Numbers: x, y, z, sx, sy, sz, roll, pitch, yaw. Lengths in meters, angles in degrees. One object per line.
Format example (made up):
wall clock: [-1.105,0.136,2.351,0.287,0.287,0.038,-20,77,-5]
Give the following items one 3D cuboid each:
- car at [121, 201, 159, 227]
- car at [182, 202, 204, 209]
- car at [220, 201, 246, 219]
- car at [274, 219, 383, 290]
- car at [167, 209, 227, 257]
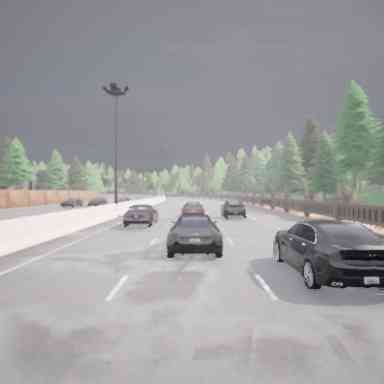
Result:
car: [-3.400,1.547,22.698,2.033,1.411,5.357,0,0,0]
car: [0.100,1.563,29.713,1.994,1.385,4.181,0,0,0]
car: [3.599,1.491,29.385,2.128,1.511,4.902,0,0,0]
car: [3.599,1.506,9.072,1.837,1.490,4.892,0,0,0]
car: [0.100,1.564,13.006,1.994,1.385,4.181,0,0,0]
